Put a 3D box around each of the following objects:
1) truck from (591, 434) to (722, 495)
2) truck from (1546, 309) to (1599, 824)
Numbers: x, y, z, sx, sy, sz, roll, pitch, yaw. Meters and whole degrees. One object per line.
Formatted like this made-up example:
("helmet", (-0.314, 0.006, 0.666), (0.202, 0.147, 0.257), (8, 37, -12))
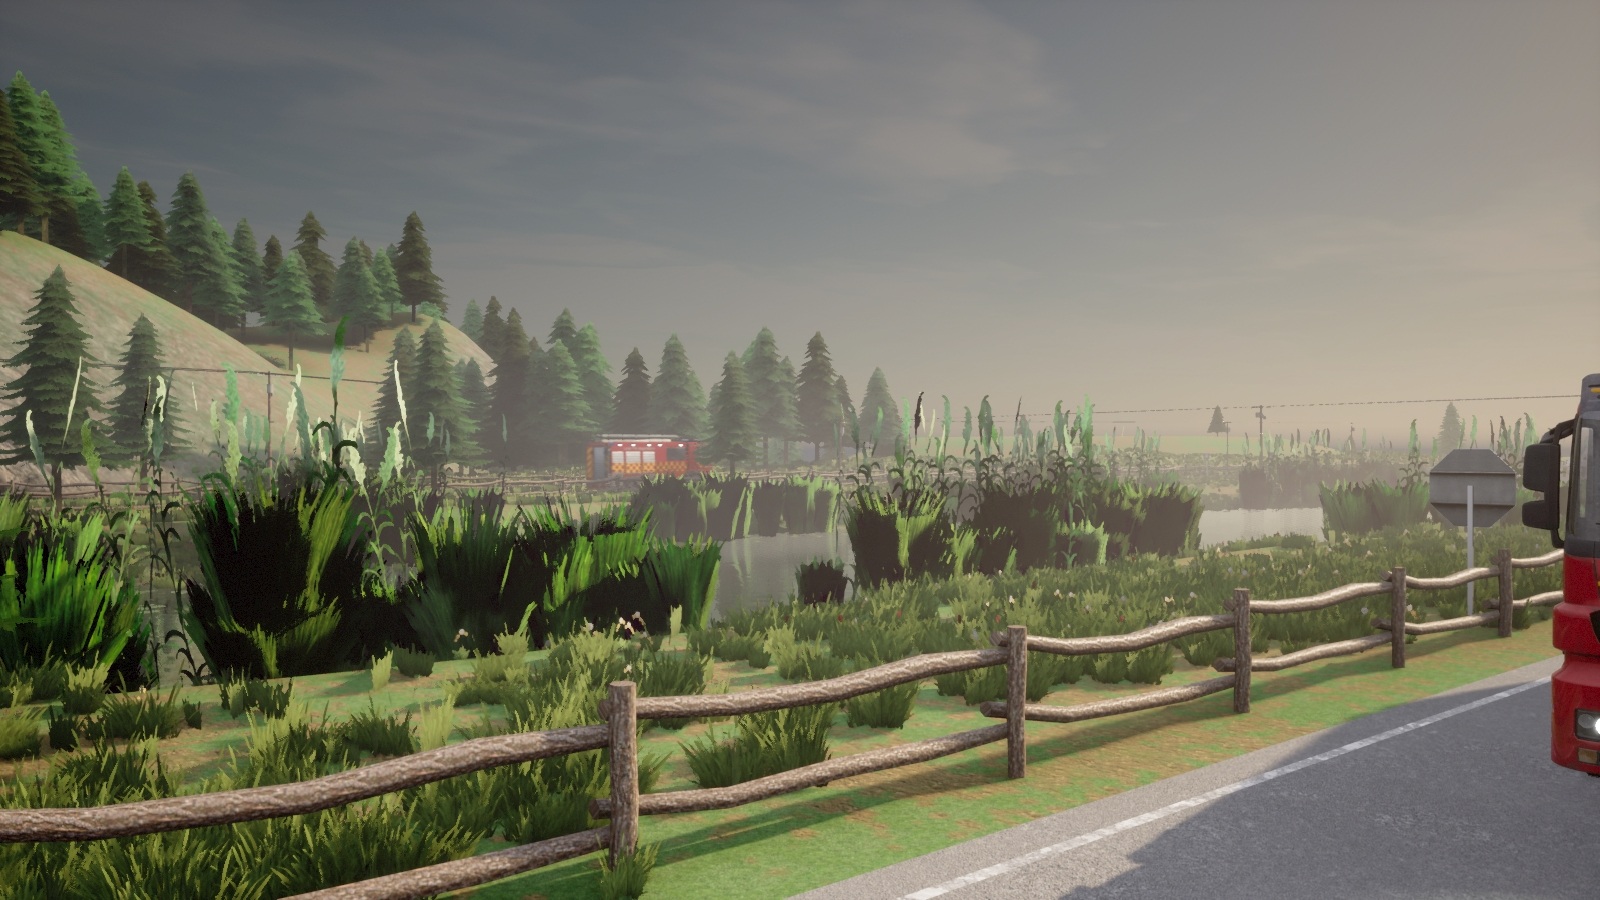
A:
("truck", (-9.316, 0.890, 74.901), (8.468, 3.827, 2.891), (0, 0, -44))
("truck", (9.563, 0.862, 10.965), (2.891, 3.827, 8.468), (0, 0, 41))
